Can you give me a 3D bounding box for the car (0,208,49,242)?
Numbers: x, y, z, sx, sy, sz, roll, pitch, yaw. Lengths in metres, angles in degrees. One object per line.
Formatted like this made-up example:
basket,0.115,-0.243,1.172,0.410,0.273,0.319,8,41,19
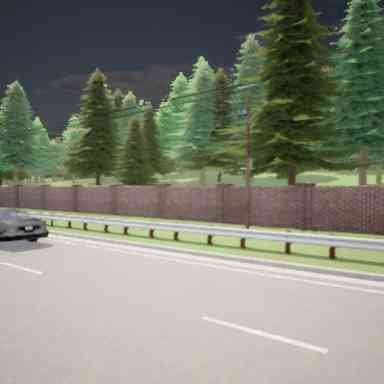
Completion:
car,-8.297,1.410,14.205,5.357,1.411,2.033,1,0,36
